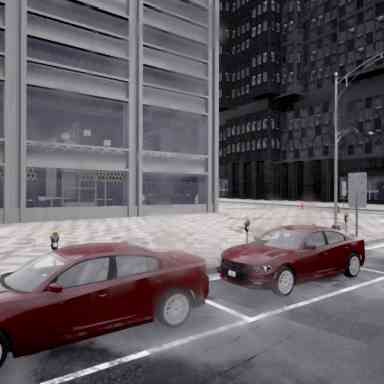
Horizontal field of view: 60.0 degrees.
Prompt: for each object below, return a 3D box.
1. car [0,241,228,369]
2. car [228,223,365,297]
[{"bbox_3d":[-1.787,1.545,5.392,4.507,1.381,1.887,0,0,-36],"label":"car"},{"bbox_3d":[2.704,1.545,8.611,4.507,1.381,1.887,0,0,-36],"label":"car"}]
